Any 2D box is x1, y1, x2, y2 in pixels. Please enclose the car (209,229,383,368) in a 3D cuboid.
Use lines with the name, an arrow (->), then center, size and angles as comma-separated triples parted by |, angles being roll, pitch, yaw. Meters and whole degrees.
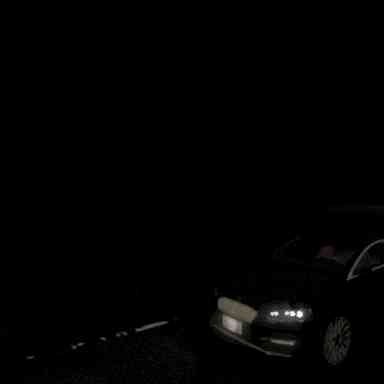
car -> 2.518, 1.460, 5.787 | 4.902, 1.511, 2.128 | 0, 0, -36
